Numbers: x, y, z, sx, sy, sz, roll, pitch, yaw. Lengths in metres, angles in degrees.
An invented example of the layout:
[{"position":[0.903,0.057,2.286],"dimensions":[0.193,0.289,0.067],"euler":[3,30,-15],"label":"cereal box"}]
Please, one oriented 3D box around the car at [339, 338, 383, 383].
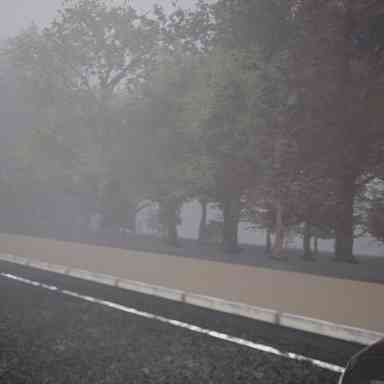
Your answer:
[{"position":[3.222,1.480,1.389],"dimensions":[4.902,1.511,2.128],"euler":[0,0,35],"label":"car"}]
